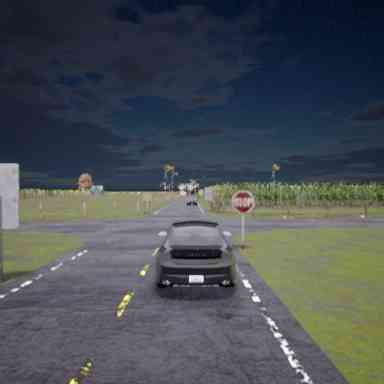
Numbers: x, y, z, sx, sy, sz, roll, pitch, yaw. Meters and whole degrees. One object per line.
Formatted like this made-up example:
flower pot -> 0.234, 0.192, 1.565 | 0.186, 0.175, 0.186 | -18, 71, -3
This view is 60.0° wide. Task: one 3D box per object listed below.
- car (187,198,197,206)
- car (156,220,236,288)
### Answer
car -> 0.014, 1.860, 62.350 | 1.895, 1.301, 4.718 | 0, 0, 0
car -> 0.085, 1.551, 9.335 | 1.837, 1.490, 4.892 | 0, 0, 0
